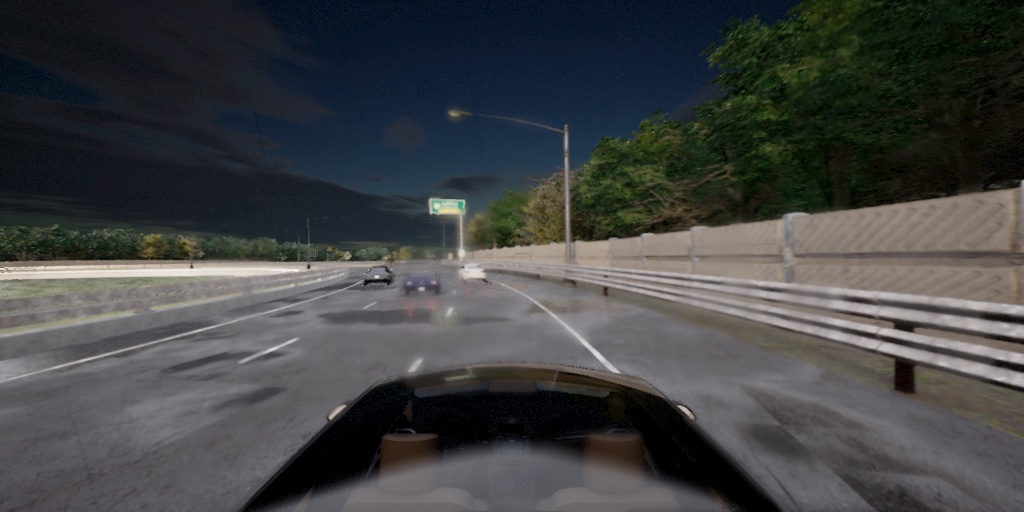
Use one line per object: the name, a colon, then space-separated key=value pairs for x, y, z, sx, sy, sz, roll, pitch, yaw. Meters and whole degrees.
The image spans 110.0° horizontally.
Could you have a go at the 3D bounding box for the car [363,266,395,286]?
car: x=-10.282 y=1.487 z=27.917 sx=1.994 sy=1.385 sz=4.181 roll=-1 pitch=0 yaw=-14

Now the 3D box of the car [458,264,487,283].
car: x=-3.167 y=1.323 z=28.288 sx=1.812 sy=1.442 sz=4.674 roll=-1 pitch=0 yaw=-14

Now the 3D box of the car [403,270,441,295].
car: x=-5.060 y=1.434 z=20.739 sx=1.895 sy=1.301 sz=4.718 roll=-1 pitch=0 yaw=-10
